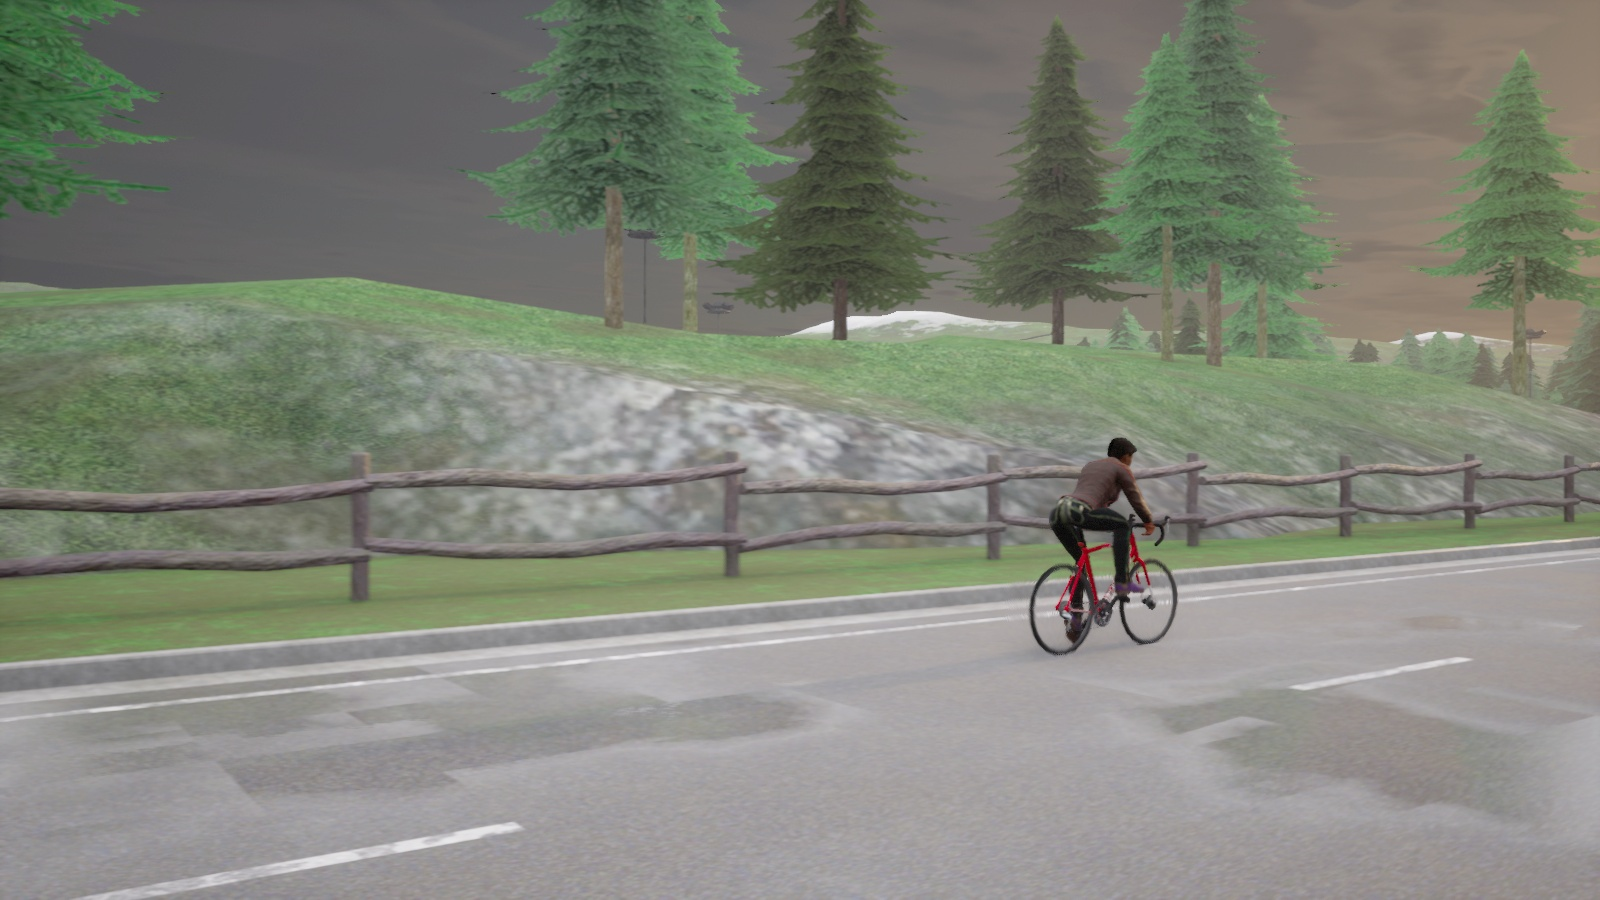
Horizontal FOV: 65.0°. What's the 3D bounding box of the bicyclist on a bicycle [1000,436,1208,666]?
[{"bbox_3d":[2.329,0.716,9.544,1.656,1.620,0.582,0,0,-35],"label":"bicyclist on a bicycle"}]
